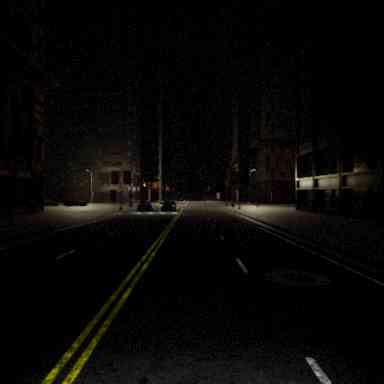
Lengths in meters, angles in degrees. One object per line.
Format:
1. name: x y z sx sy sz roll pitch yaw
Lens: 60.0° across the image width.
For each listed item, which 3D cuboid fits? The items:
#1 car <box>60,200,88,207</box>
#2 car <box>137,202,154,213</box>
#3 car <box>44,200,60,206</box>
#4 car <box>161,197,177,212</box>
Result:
1. car: -22.791 2.234 65.333 4.507 1.381 1.887 0 -1 0
2. car: -6.583 2.123 47.021 1.812 1.442 4.674 0 -1 0
3. car: -28.246 2.169 65.301 4.829 1.417 1.752 0 -1 0
4. car: -3.328 1.962 48.069 2.097 1.767 4.553 0 -1 0
